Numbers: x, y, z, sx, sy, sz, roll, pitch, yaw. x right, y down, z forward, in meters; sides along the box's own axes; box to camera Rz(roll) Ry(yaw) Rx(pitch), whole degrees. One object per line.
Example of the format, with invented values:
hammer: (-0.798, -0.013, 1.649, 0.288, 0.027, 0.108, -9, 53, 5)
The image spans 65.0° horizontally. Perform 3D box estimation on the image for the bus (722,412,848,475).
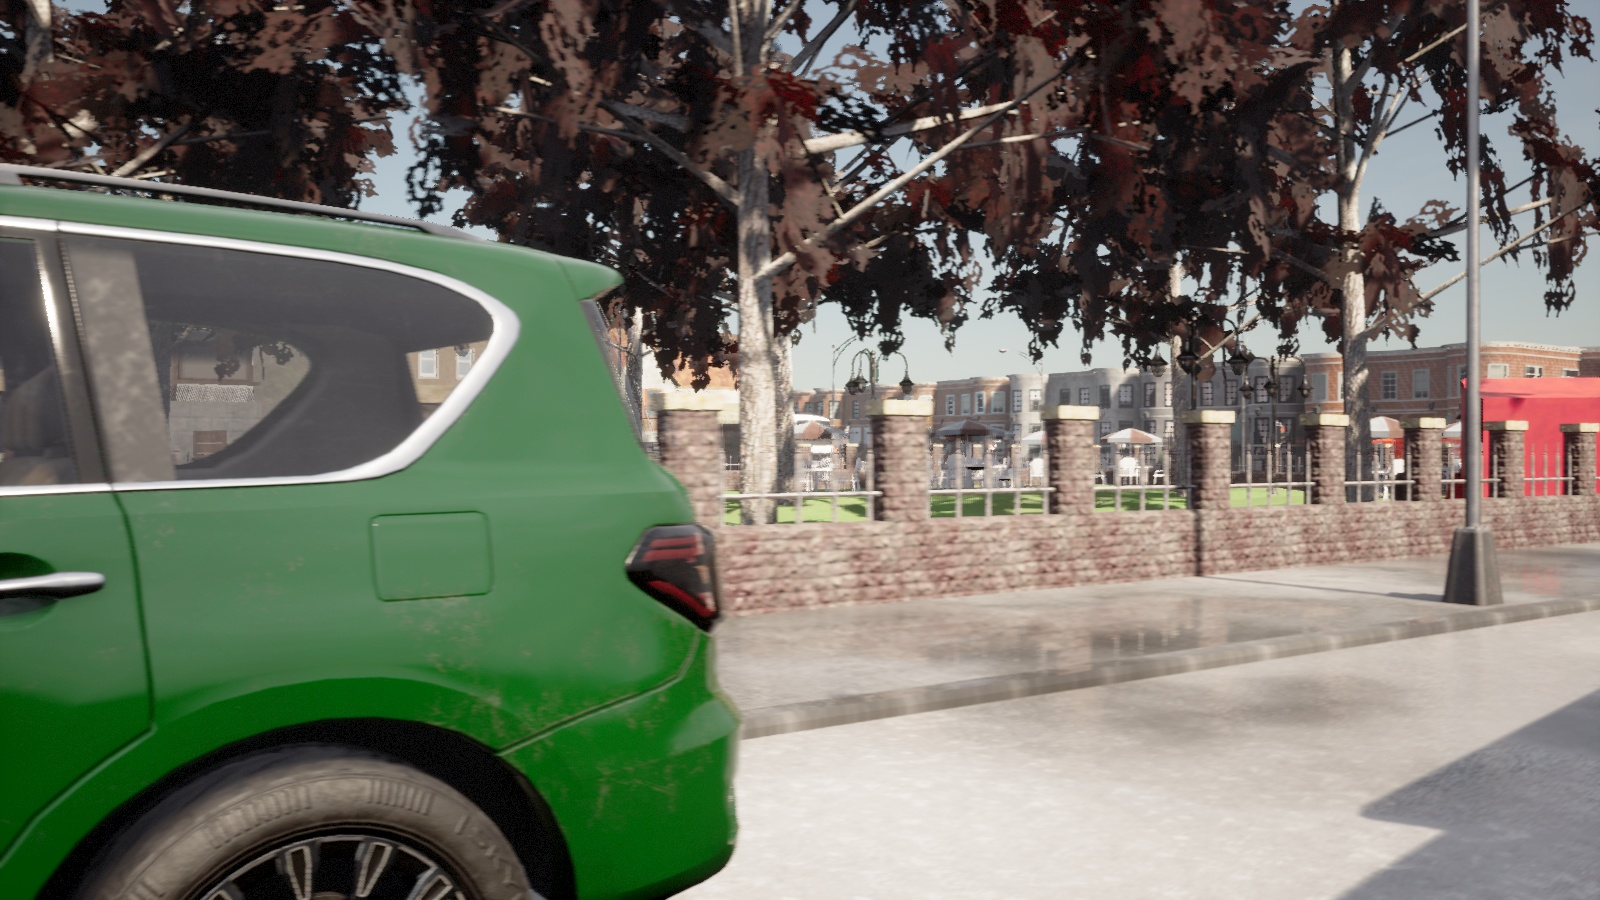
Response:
bus: (-1.250, -0.409, 89.756, 3.944, 4.253, 10.273, 0, 0, -35)

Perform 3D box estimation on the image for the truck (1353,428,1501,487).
truck: (27.542, 0.335, 55.301, 2.627, 2.467, 5.204, 0, 0, -35)

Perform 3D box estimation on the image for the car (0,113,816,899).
car: (-2.861, 0.475, 2.278, 5.566, 2.045, 2.150, 0, 0, -35)
